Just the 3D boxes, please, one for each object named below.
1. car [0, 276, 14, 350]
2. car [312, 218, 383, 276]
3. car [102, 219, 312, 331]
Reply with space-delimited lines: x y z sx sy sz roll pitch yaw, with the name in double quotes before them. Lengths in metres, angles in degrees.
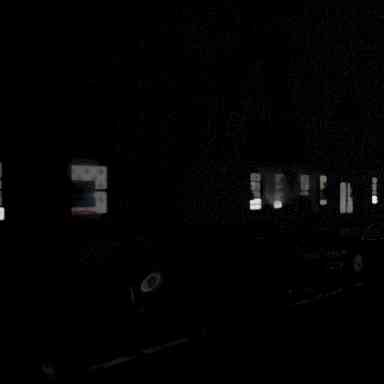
"car" -4.350 1.561 3.458 4.403 1.369 2.008 0 0 -35
"car" 4.921 1.490 10.067 4.403 1.369 2.008 0 0 -35
"car" 0.285 1.416 6.763 4.097 1.590 1.967 0 0 -35
